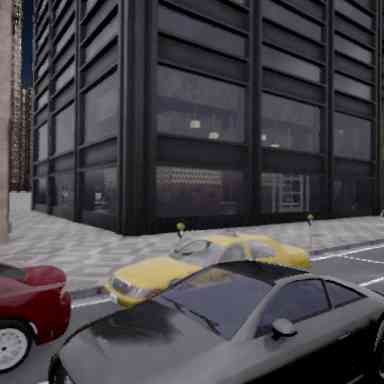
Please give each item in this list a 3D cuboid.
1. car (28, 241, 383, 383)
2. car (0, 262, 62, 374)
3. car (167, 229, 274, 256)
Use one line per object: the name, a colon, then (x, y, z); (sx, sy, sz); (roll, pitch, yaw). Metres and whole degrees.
car: (0.622, 1.565, 3.823); (4.181, 1.385, 1.994); (0, 0, -35)
car: (-3.834, 1.545, 4.021); (4.507, 1.381, 1.887); (0, 1, -35)
car: (0.607, 1.527, 7.189); (4.829, 1.417, 1.752); (0, 1, -35)
